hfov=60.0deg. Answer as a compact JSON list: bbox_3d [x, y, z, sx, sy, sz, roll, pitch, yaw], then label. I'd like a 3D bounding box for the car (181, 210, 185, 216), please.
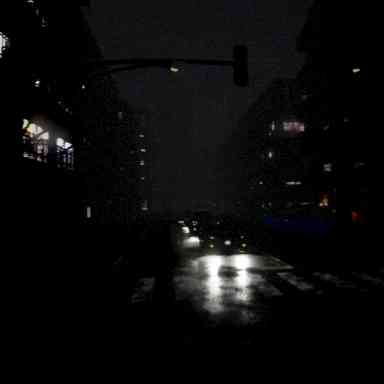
[{"bbox_3d":[0.164,2.710,35.248,1.882,1.535,5.008,-1,-2,-4],"label":"car"}]

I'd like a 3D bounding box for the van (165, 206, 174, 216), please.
[{"bbox_3d":[-4.434,3.702,64.590,1.690,1.788,3.998,-2,-2,-4],"label":"van"}]

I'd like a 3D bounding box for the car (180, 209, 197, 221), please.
[{"bbox_3d":[-0.510,3.160,45.740,2.033,1.411,5.357,-1,-2,-3],"label":"car"}]

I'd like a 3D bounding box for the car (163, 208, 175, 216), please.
[{"bbox_3d":[-3.274,3.333,47.826,1.802,1.307,4.206,-2,-2,-4],"label":"car"}]

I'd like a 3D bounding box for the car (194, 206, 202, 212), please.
[{"bbox_3d":[1.686,4.671,92.672,1.882,1.535,5.008,-1,-2,-4],"label":"car"}]

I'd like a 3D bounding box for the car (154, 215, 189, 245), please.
[{"bbox_3d":[-1.354,2.317,19.899,1.802,1.307,4.206,-2,-2,-4],"label":"car"}]

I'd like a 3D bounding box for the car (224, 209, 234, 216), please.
[{"bbox_3d":[5.054,3.154,48.376,1.802,1.307,4.206,-2,-2,-4],"label":"car"}]

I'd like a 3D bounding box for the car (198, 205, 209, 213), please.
[{"bbox_3d":[2.740,4.108,81.896,2.192,1.841,5.009,-2,-2,-4],"label":"car"}]

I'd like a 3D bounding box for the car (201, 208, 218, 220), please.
[{"bbox_3d":[2.508,3.139,47.825,1.812,1.442,4.674,-1,-2,-4],"label":"car"}]

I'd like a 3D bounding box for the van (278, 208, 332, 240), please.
[{"bbox_3d":[6.964,1.898,20.457,1.690,1.788,3.998,-2,-2,-4],"label":"van"}]

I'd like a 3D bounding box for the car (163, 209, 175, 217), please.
[{"bbox_3d":[-4.043,3.708,58.997,2.008,1.369,4.403,-2,-2,-4],"label":"car"}]

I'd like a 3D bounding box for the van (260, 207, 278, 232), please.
[{"bbox_3d":[6.580,2.101,26.043,1.690,1.788,3.998,-2,-2,-4],"label":"van"}]

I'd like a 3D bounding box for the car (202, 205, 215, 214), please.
[{"bbox_3d":[3.508,3.701,70.726,2.192,1.841,5.009,-2,-2,-4],"label":"car"}]

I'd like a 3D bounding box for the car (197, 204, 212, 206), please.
[{"bbox_3d":[1.680,3.268,59.703,2.150,2.045,5.566,-1,-2,-4],"label":"car"}]

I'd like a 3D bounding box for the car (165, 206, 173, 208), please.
[{"bbox_3d":[-3.663,3.394,53.416,1.967,1.590,4.097,-2,-2,-4],"label":"car"}]

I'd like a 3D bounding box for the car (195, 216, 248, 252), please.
[{"bbox_3d":[1.448,2.120,16.651,1.994,1.385,4.181,-1,-2,-4],"label":"car"}]

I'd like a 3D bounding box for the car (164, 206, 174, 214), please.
[{"bbox_3d":[-5.226,4.083,75.759,2.192,1.841,5.009,-2,-2,-4],"label":"car"}]

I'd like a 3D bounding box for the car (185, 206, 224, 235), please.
[{"bbox_3d":[0.846,2.221,25.252,2.097,1.767,4.553,-1,-2,-4],"label":"car"}]
